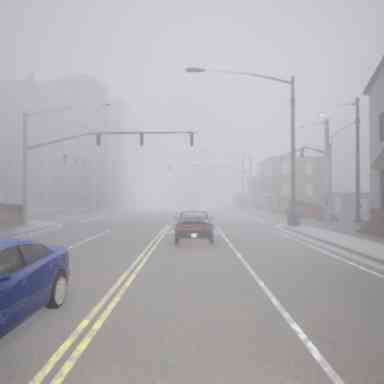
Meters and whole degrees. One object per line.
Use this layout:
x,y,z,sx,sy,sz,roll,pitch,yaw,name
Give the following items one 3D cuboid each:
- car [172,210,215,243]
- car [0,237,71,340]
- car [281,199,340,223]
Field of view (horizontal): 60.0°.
0.093,1.672,16.926,1.837,1.490,4.892,0,-1,0,car
-3.589,1.531,5.276,1.882,1.535,5.008,0,-1,0,car
11.878,2.009,33.451,5.566,2.045,2.150,9,0,1,car
